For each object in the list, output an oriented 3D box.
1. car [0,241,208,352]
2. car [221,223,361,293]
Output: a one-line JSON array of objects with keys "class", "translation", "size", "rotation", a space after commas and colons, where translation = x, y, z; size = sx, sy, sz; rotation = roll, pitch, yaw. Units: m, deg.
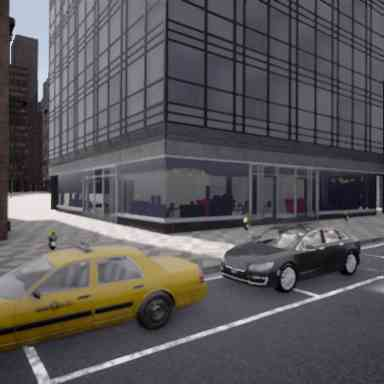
[{"class": "car", "translation": [-1.991, 1.520, 5.337], "size": [4.829, 1.417, 1.752], "rotation": [0, 1, -36]}, {"class": "car", "translation": [2.720, 1.522, 8.711], "size": [4.403, 1.369, 2.008], "rotation": [0, 1, -36]}]
